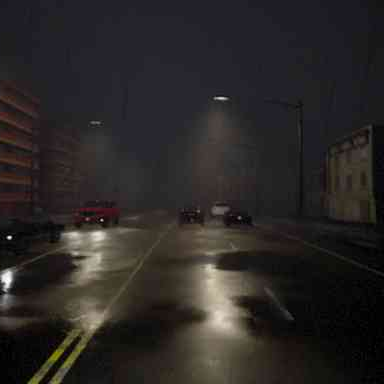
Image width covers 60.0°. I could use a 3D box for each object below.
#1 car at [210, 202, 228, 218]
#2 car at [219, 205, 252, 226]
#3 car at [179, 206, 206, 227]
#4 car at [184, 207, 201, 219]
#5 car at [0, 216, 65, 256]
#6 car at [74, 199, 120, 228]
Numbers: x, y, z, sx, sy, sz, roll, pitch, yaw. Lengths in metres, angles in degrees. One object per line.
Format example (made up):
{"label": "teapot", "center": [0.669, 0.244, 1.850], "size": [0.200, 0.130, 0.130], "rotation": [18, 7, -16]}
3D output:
{"label": "car", "center": [3.576, 2.320, 42.615], "size": [2.150, 2.045, 5.566], "rotation": [0, -3, 0]}
{"label": "car", "center": [3.542, 1.951, 26.615], "size": [1.994, 1.385, 4.181], "rotation": [0, -2, 1]}
{"label": "car", "center": [0.032, 1.840, 25.395], "size": [2.128, 1.511, 4.902], "rotation": [0, -2, 1]}
{"label": "car", "center": [0.079, 2.678, 42.946], "size": [1.994, 1.385, 4.181], "rotation": [0, -3, 0]}
{"label": "car", "center": [-7.015, 1.683, 13.645], "size": [1.895, 1.301, 4.718], "rotation": [0, -1, 0]}
{"label": "car", "center": [-7.010, 1.562, 25.154], "size": [2.150, 2.045, 5.566], "rotation": [0, -2, 0]}
